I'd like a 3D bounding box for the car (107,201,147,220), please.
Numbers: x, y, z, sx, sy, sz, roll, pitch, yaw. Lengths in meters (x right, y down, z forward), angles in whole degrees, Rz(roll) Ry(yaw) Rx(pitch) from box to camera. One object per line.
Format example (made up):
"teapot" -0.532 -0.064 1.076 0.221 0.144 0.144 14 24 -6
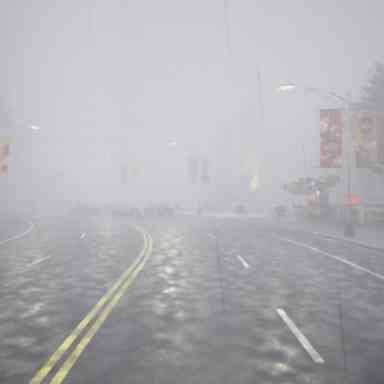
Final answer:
"car" -6.491 1.884 32.801 1.812 1.442 4.674 0 -1 -32

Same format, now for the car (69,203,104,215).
"car" -13.189 2.049 40.890 4.718 1.301 1.895 -1 -1 43

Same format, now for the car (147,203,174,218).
"car" -3.586 1.881 34.559 1.837 1.490 4.892 0 -1 -31

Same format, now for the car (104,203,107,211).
"car" -10.029 1.958 42.645 4.902 1.511 2.128 -1 -1 45
